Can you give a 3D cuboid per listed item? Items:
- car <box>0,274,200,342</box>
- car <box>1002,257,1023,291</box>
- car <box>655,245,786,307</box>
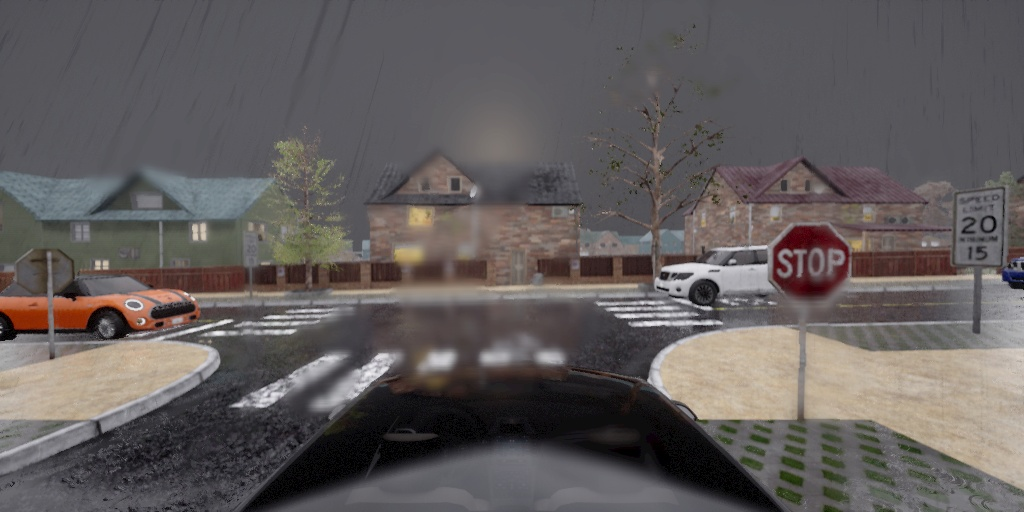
[{"bbox_3d":[-11.796,1.311,10.254,4.553,1.767,2.097,-1,1,1],"label":"car"},{"bbox_3d":[21.893,0.328,13.188,5.566,2.045,2.150,-1,1,0],"label":"car"},{"bbox_3d":[8.257,0.647,13.209,5.566,2.045,2.150,-1,1,0],"label":"car"}]
